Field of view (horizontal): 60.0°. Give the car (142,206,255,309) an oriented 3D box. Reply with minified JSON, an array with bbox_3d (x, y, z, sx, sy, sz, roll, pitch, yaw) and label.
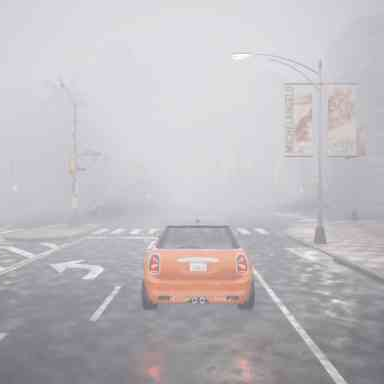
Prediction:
[{"bbox_3d":[0.116,1.352,8.019,2.097,1.767,4.553,0,0,0],"label":"car"}]

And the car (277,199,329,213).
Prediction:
[{"bbox_3d":[11.870,1.477,36.417,5.008,1.535,1.882,0,0,1],"label":"car"}]

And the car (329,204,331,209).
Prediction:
[{"bbox_3d":[13.994,1.601,39.894,4.718,1.301,1.895,0,0,1],"label":"car"}]

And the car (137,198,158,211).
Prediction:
[{"bbox_3d":[-6.555,1.491,40.112,4.902,1.511,2.128,0,0,1],"label":"car"}]

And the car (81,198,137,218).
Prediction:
[{"bbox_3d":[-7.714,1.352,30.361,2.097,1.767,4.553,0,0,45],"label":"car"}]
